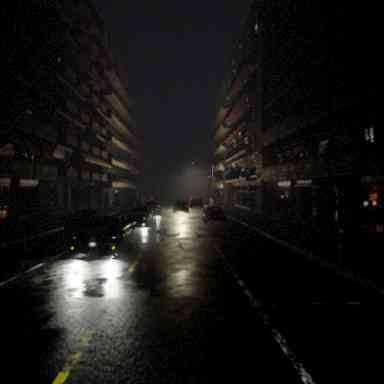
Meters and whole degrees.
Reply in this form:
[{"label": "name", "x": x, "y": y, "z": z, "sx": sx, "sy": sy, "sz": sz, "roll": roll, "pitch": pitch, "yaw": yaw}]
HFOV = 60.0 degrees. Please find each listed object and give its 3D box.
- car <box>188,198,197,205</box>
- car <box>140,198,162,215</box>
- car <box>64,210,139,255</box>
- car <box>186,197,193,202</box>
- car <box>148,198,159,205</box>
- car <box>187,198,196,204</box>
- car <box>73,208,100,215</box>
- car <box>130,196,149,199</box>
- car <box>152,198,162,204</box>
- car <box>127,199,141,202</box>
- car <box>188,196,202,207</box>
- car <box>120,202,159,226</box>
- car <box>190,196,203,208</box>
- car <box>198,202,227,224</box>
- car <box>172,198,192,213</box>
[{"label": "car", "x": 0.089, "y": 2.020, "z": 71.679, "sx": 1.887, "sy": 1.381, "sz": 4.507, "roll": -1, "pitch": 0, "yaw": -2}, {"label": "car", "x": -4.393, "y": 1.760, "z": 36.881, "sx": 1.837, "sy": 1.490, "sz": 4.892, "roll": 0, "pitch": 0, "yaw": -2}, {"label": "car", "x": -3.548, "y": 1.663, "z": 13.621, "sx": 1.994, "sy": 1.385, "sz": 4.181, "roll": 0, "pitch": 0, "yaw": -2}, {"label": "car", "x": -0.698, "y": 2.174, "z": 94.322, "sx": 1.947, "sy": 1.339, "sz": 4.313, "roll": -1, "pitch": 0, "yaw": -2}, {"label": "car", "x": -8.250, "y": 2.021, "z": 71.316, "sx": 1.887, "sy": 1.381, "sz": 4.507, "roll": -1, "pitch": 0, "yaw": -2}, {"label": "car", "x": -0.111, "y": 2.074, "z": 77.340, "sx": 1.947, "sy": 1.339, "sz": 4.313, "roll": -1, "pitch": 0, "yaw": -2}, {"label": "car", "x": -6.399, "y": 1.690, "z": 20.370, "sx": 1.887, "sy": 1.381, "sz": 4.507, "roll": -1, "pitch": 0, "yaw": -2}, {"label": "car", "x": -7.226, "y": 1.612, "z": 43.014, "sx": 2.192, "sy": 1.841, "sz": 5.009, "roll": -1, "pitch": 0, "yaw": -2}, {"label": "car", "x": -8.661, "y": 2.109, "z": 82.639, "sx": 1.947, "sy": 1.339, "sz": 4.313, "roll": -1, "pitch": 0, "yaw": -2}, {"label": "car", "x": -7.011, "y": 1.783, "z": 37.182, "sx": 1.752, "sy": 1.417, "sz": 4.829, "roll": -1, "pitch": 0, "yaw": -2}, {"label": "car", "x": 0.497, "y": 1.720, "z": 60.359, "sx": 2.192, "sy": 1.841, "sz": 5.009, "roll": -1, "pitch": 0, "yaw": -2}, {"label": "car", "x": -3.957, "y": 1.725, "z": 25.276, "sx": 2.033, "sy": 1.411, "sz": 5.357, "roll": 0, "pitch": 0, "yaw": -2}, {"label": "car", "x": 0.702, "y": 1.684, "z": 54.698, "sx": 2.192, "sy": 1.841, "sz": 5.009, "roll": -1, "pitch": 0, "yaw": -2}, {"label": "car", "x": 1.736, "y": 1.764, "z": 26.394, "sx": 1.802, "sy": 1.307, "sz": 4.206, "roll": -1, "pitch": 0, "yaw": -2}, {"label": "car", "x": -1.316, "y": 1.803, "z": 40.490, "sx": 1.812, "sy": 1.442, "sz": 4.674, "roll": 0, "pitch": 0, "yaw": -2}]
